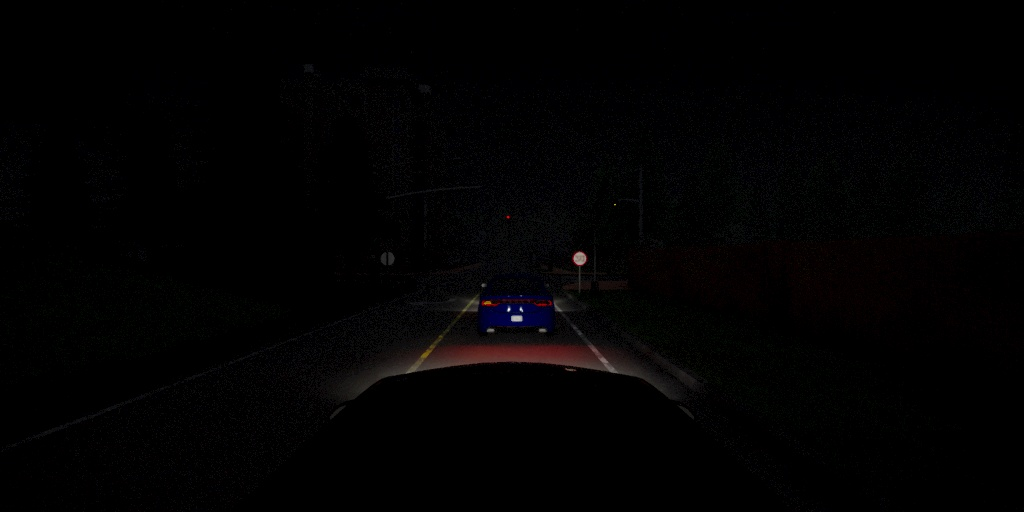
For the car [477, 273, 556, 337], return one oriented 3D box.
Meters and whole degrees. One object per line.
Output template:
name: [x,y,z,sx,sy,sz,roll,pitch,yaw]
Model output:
car: [0.101,1.228,10.379,1.882,1.535,5.008,0,0,0]
